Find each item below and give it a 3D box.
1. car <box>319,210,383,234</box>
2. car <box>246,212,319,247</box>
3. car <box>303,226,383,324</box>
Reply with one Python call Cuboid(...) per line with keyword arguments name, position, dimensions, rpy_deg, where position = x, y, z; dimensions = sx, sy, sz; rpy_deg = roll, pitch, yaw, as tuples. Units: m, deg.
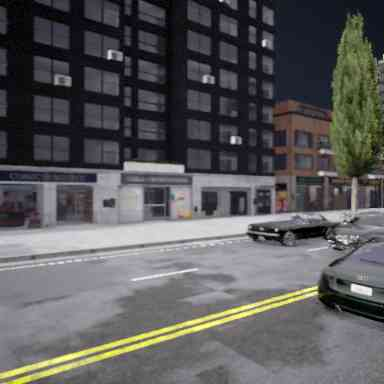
Cuboid(name="car", position=(7.269, 1.493, 12.864), dimensions=(4.892, 1.490, 1.837), rpy_deg=(0, 0, -35))
Cuboid(name="car", position=(4.670, 1.589, 15.005), dimensions=(4.718, 1.301, 1.895), rpy_deg=(0, 0, -35))
Cuboid(name="car", position=(4.385, 1.558, 6.570), dimensions=(4.181, 1.385, 1.994), rpy_deg=(0, 0, -36))
